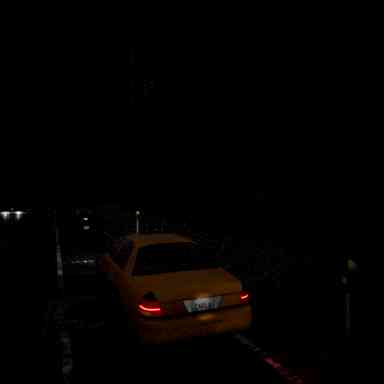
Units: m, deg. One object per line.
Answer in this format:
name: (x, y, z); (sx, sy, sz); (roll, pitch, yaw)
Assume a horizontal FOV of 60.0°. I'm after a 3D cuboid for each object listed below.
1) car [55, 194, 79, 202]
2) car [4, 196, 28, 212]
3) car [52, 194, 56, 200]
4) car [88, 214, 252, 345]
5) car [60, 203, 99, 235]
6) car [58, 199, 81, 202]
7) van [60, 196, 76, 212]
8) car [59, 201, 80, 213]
car: (-12.487, 1.316, 33.986); (2.192, 1.841, 5.009); (0, 0, -23)
car: (-21.406, 1.548, 40.168); (2.033, 1.411, 5.357); (0, 0, -23)
car: (-31.731, 1.469, 79.499); (1.967, 1.590, 4.097); (0, 0, -24)
car: (-0.841, 1.457, 6.750); (1.801, 1.575, 5.366); (0, 0, -23)
car: (-6.122, 1.551, 18.686); (2.008, 1.369, 4.403); (0, 0, -23)
car: (-10.365, 1.567, 28.885); (1.947, 1.339, 4.313); (0, 0, -23)
van: (-14.609, 1.342, 39.085); (1.690, 1.788, 3.998); (0, 0, -23)
car: (-8.244, 1.551, 23.785); (2.008, 1.369, 4.403); (0, 0, -23)
